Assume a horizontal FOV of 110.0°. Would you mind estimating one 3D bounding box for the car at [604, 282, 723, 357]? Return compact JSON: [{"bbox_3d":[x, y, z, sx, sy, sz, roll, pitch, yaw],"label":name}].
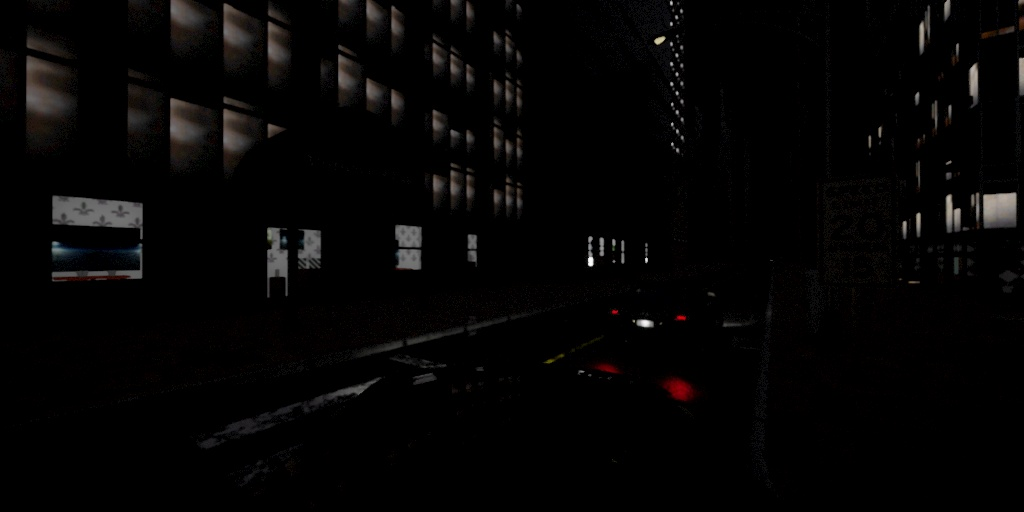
[{"bbox_3d":[3.839,1.316,8.766,1.994,1.385,4.181,0,0,36],"label":"car"}]
